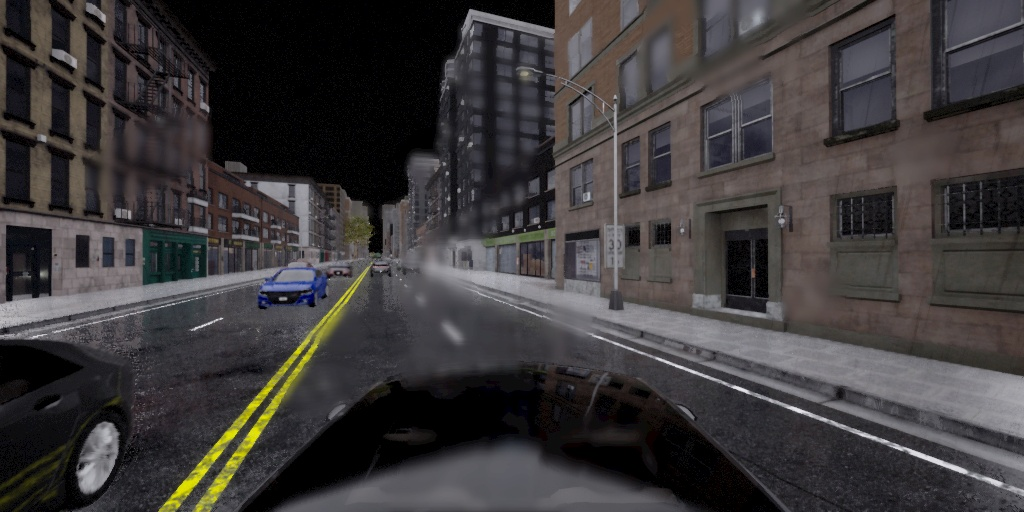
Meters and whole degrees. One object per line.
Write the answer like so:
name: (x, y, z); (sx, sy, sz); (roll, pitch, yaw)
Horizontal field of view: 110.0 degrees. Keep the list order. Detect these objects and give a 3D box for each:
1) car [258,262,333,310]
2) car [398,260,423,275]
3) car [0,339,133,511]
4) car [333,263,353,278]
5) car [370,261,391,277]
car: (-9.024, 1.223, 15.114); (1.882, 1.535, 5.008); (0, 1, -21)
car: (-10.801, 1.215, 38.799); (2.128, 1.511, 4.902); (0, 0, -20)
car: (-3.666, 1.255, 1.317); (1.837, 1.490, 4.892); (0, 0, -23)
car: (-15.588, 1.292, 32.600); (1.994, 1.385, 4.181); (0, 0, -21)
car: (-13.063, 1.217, 35.696); (2.128, 1.511, 4.902); (0, 0, -21)
